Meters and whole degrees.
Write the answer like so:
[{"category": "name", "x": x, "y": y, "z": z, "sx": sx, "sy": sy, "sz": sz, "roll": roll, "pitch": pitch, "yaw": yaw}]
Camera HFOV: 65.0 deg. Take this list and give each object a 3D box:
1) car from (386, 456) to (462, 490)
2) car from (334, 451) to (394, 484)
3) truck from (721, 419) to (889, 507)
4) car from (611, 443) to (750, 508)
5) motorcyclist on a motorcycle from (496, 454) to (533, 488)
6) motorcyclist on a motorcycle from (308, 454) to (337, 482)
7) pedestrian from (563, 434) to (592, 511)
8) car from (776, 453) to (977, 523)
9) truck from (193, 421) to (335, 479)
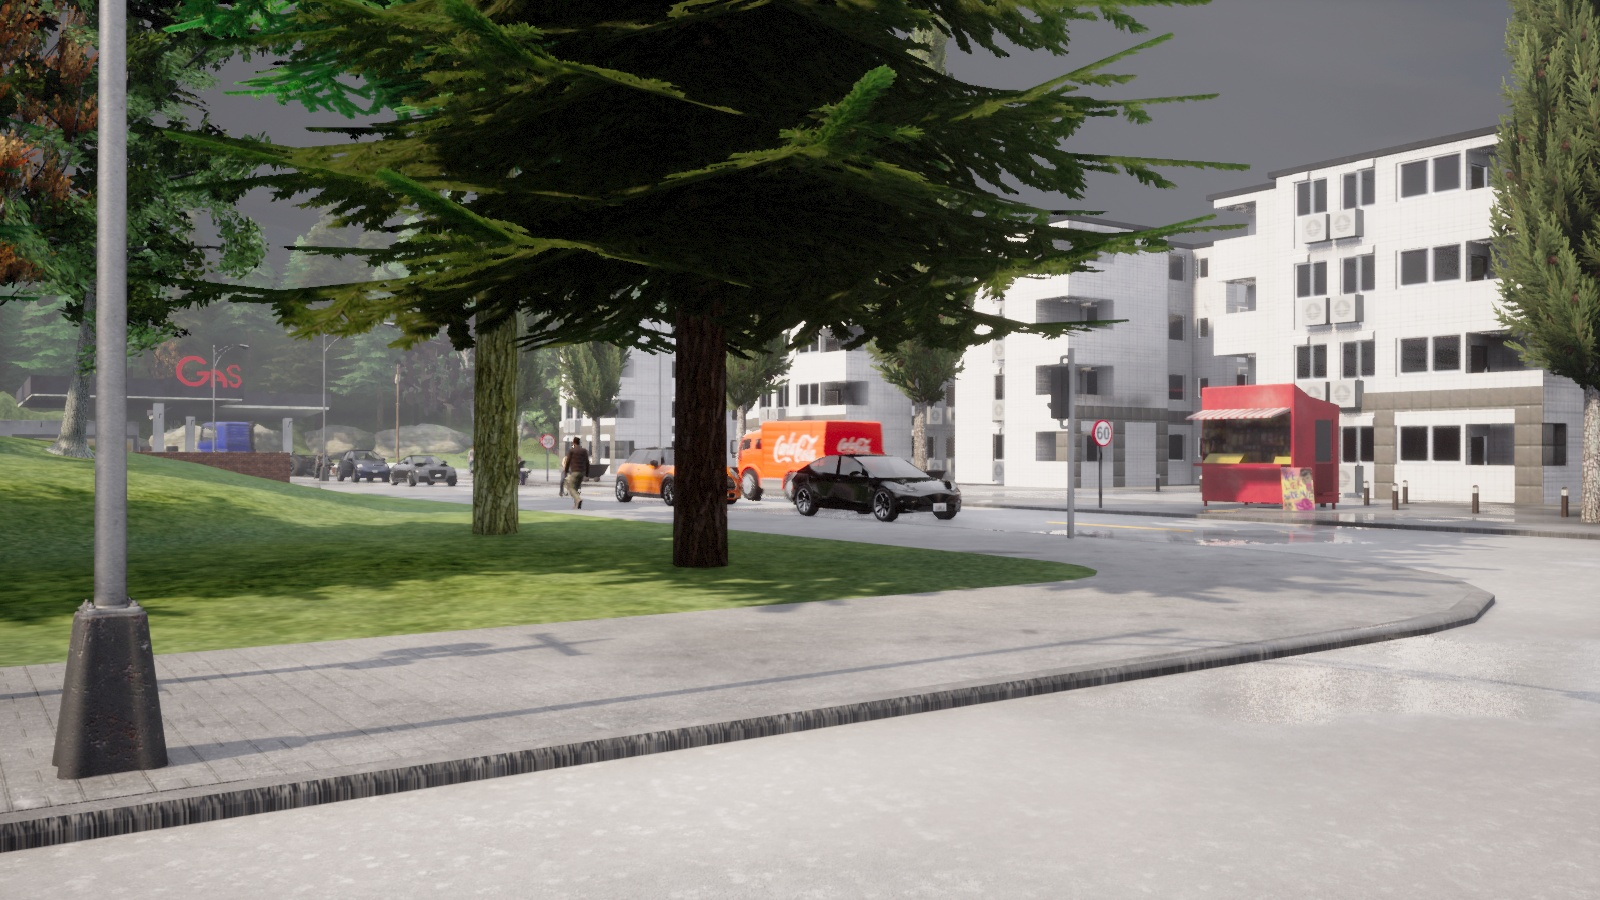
[{"category": "car", "x": -16.596, "y": 0.979, "z": 55.299, "sx": 1.994, "sy": 1.385, "sz": 4.181, "roll": 0, "pitch": 0, "yaw": -35}, {"category": "car", "x": -21.836, "y": 0.843, "z": 62.848, "sx": 1.851, "sy": 1.617, "sz": 3.988, "roll": 0, "pitch": 0, "yaw": -35}, {"category": "truck", "x": 0.062, "y": 0.356, "z": 38.329, "sx": 2.627, "sy": 2.467, "sz": 5.204, "roll": 0, "pitch": 0, "yaw": -35}, {"category": "car", "x": -3.554, "y": 0.700, "z": 36.530, "sx": 2.097, "sy": 1.767, "sz": 4.553, "roll": 0, "pitch": 0, "yaw": -34}, {"category": "motorcyclist on a motorcycle", "x": -12.978, "y": 0.947, "z": 57.100, "sx": 0.866, "sy": 1.530, "sz": 2.191, "roll": 0, "pitch": 0, "yaw": -35}, {"category": "motorcyclist on a motorcycle", "x": -26.446, "y": 1.006, "z": 69.509, "sx": 0.866, "sy": 1.530, "sz": 2.191, "roll": 0, "pitch": 0, "yaw": -38}, {"category": "pedestrian", "x": -5.387, "y": 0.540, "z": 30.376, "sx": 0.431, "sy": 1.840, "sz": 0.703, "roll": 0, "pitch": 0, "yaw": -36}, {"category": "car", "x": 1.658, "y": 0.812, "z": 29.066, "sx": 2.163, "sy": 1.488, "sz": 4.792, "roll": 0, "pitch": 0, "yaw": -34}, {"category": "truck", "x": -33.288, "y": 0.026, "z": 78.047, "sx": 7.936, "sy": 3.462, "sz": 2.891, "roll": 0, "pitch": 0, "yaw": 12}]
